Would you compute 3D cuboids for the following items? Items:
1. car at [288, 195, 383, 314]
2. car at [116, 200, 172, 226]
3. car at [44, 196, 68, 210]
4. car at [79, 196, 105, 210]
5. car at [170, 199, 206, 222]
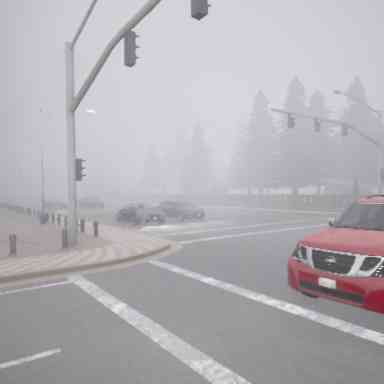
[{"bbox_3d":[4.461,1.090,7.050,5.566,2.045,2.150,-1,1,-36],"label":"car"},{"bbox_3d":[-3.450,1.435,22.201,1.994,1.385,4.181,-1,1,-36],"label":"car"},{"bbox_3d":[-16.576,1.474,40.416,1.895,1.301,4.718,-1,1,-36],"label":"car"},{"bbox_3d":[-12.153,1.286,40.256,1.882,1.535,5.008,-1,1,-36],"label":"car"},{"bbox_3d":[-0.921,1.309,24.676,1.837,1.490,4.892,-1,1,-36],"label":"car"}]
